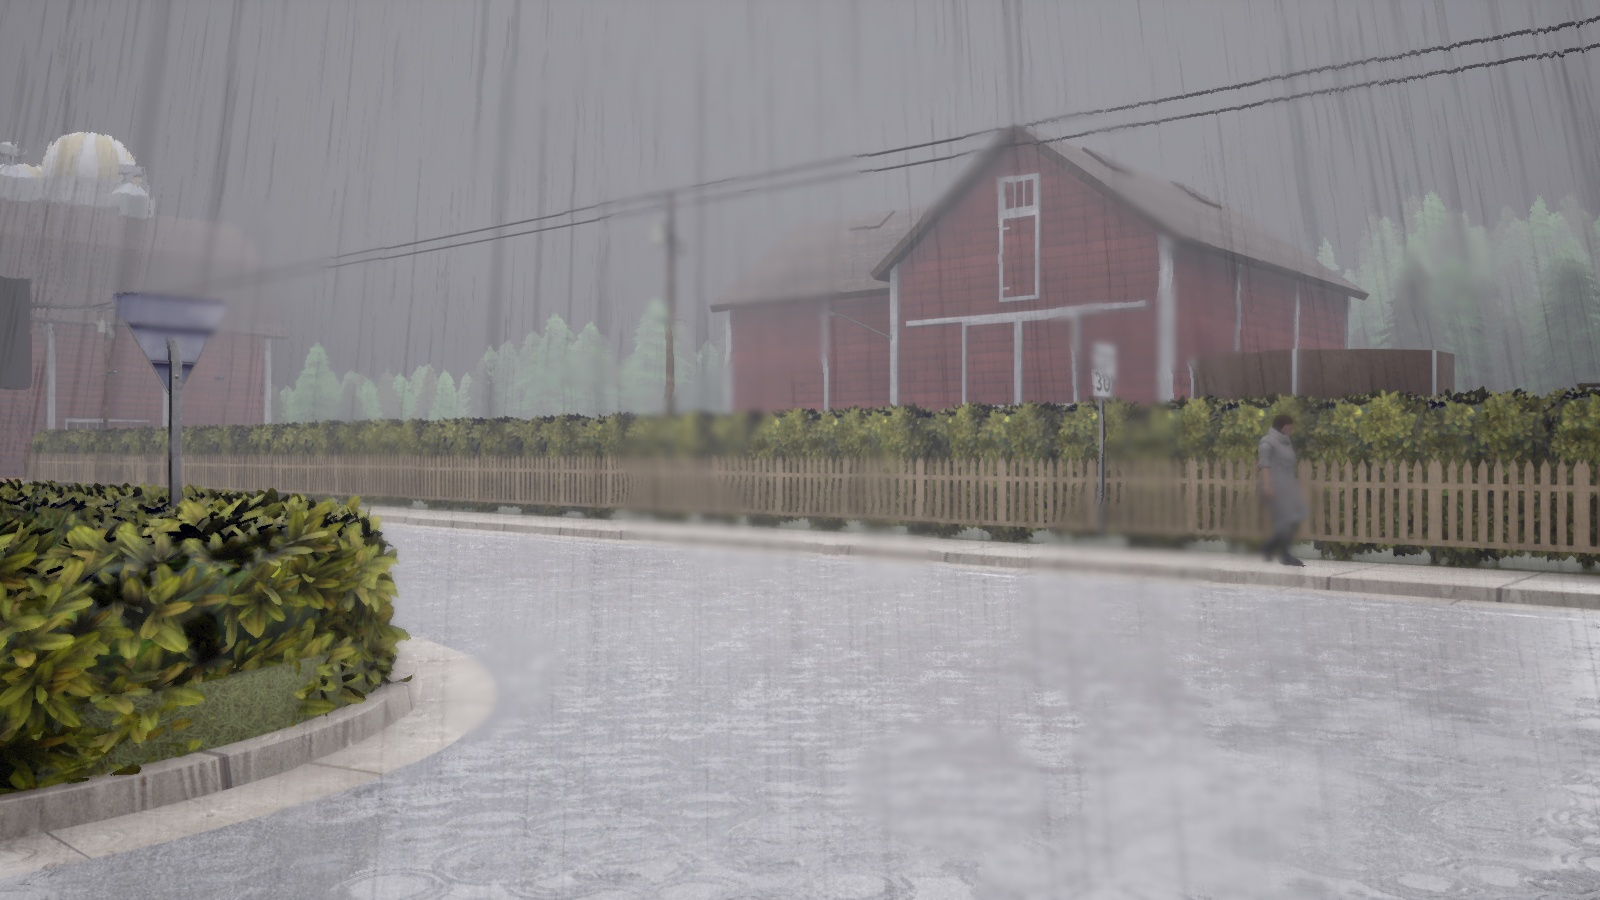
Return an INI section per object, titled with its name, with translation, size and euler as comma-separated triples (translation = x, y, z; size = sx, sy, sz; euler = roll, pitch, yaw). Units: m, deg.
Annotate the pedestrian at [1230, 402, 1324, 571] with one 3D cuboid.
[pedestrian]
translation = 5.732, 0.425, 15.092
size = 0.873, 1.952, 0.659
euler = 0, 0, 43
